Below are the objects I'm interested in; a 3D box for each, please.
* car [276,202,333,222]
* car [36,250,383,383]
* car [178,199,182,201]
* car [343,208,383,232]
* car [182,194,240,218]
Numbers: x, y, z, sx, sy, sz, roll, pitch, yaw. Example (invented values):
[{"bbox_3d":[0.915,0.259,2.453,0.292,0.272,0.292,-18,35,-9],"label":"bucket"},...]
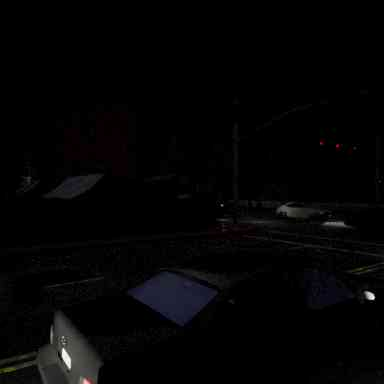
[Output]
[{"bbox_3d":[8.933,1.526,26.757,1.812,1.442,4.674,0,0,-37],"label":"car"},{"bbox_3d":[0.915,1.547,4.463,5.357,1.411,2.033,0,0,-35],"label":"car"},{"bbox_3d":[-0.925,1.526,39.836,1.812,1.442,4.674,0,0,-37],"label":"car"},{"bbox_3d":[11.044,1.548,17.906,2.033,1.411,5.357,0,0,-36],"label":"car"},{"bbox_3d":[1.842,1.221,30.336,2.150,2.045,5.566,0,0,-37],"label":"car"}]
